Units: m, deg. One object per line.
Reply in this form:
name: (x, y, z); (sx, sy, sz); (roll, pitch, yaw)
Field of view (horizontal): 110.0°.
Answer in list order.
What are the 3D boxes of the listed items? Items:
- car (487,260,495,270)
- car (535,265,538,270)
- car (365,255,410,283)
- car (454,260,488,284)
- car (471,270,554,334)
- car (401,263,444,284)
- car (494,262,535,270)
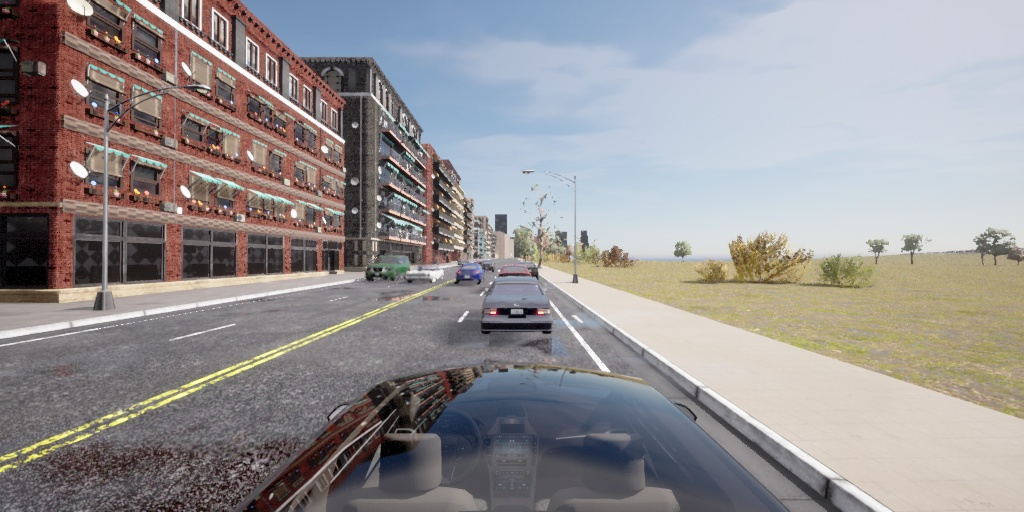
car: (-3.035, 1.279, 45.043); (1.812, 1.442, 4.674); (0, 0, 0)
car: (1.212, 1.232, 30.554); (1.882, 1.535, 5.008); (0, 0, 0)
car: (-9.780, 0.975, 28.806); (2.150, 2.045, 5.566); (0, 0, 0)
car: (-3.085, 1.279, 27.037); (1.812, 1.442, 4.674); (0, 0, 0)
car: (0.122, 1.299, 10.577); (2.033, 1.411, 5.357); (0, 0, 0)
car: (-6.534, 1.354, 27.165); (1.895, 1.301, 4.718); (0, 0, 0)
car: (0.152, 1.231, 21.117); (1.882, 1.535, 5.008); (0, 0, 0)
